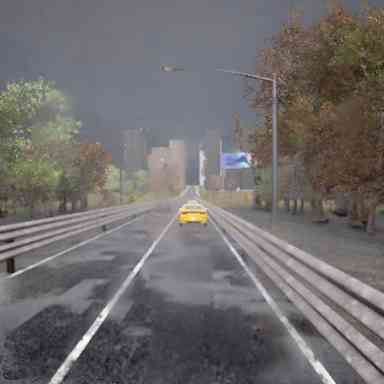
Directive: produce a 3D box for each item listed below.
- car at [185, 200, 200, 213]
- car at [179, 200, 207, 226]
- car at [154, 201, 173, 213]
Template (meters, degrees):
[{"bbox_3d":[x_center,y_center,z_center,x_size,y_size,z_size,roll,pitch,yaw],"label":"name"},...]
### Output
[{"bbox_3d":[0.073,1.807,42.775,1.812,1.442,4.674,0,-1,0],"label":"car"},{"bbox_3d":[0.095,1.603,24.491,1.882,1.535,5.008,0,0,0],"label":"car"},{"bbox_3d":[-3.350,1.822,40.019,1.994,1.385,4.181,0,0,0],"label":"car"}]
